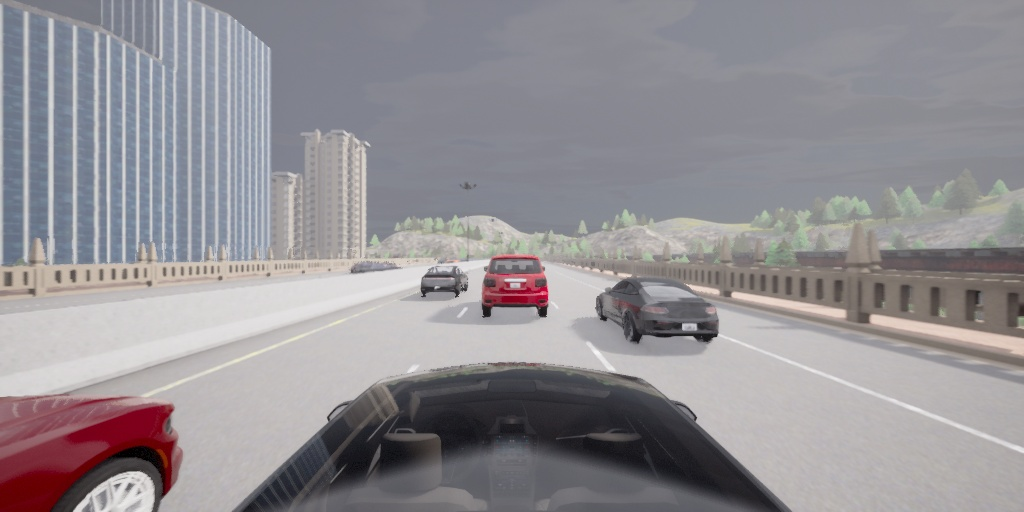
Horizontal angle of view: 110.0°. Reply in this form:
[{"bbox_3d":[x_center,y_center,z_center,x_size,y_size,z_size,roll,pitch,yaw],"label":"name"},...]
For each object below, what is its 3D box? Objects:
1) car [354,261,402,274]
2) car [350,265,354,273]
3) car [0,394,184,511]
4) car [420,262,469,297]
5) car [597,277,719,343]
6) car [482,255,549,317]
[{"bbox_3d":[-10.576,1.299,29.460,2.033,1.411,5.357,0,0,0],"label":"car"},{"bbox_3d":[-13.992,1.316,35.890,1.994,1.385,4.181,0,0,1],"label":"car"},{"bbox_3d":[-3.400,1.227,0.600,1.882,1.535,5.008,0,0,0],"label":"car"},{"bbox_3d":[-3.400,1.243,18.699,2.128,1.511,4.902,0,0,0],"label":"car"},{"bbox_3d":[3.600,1.276,9.569,1.812,1.442,4.674,0,0,0],"label":"car"},{"bbox_3d":[0.099,0.972,13.404,2.150,2.045,5.566,0,0,0],"label":"car"}]
